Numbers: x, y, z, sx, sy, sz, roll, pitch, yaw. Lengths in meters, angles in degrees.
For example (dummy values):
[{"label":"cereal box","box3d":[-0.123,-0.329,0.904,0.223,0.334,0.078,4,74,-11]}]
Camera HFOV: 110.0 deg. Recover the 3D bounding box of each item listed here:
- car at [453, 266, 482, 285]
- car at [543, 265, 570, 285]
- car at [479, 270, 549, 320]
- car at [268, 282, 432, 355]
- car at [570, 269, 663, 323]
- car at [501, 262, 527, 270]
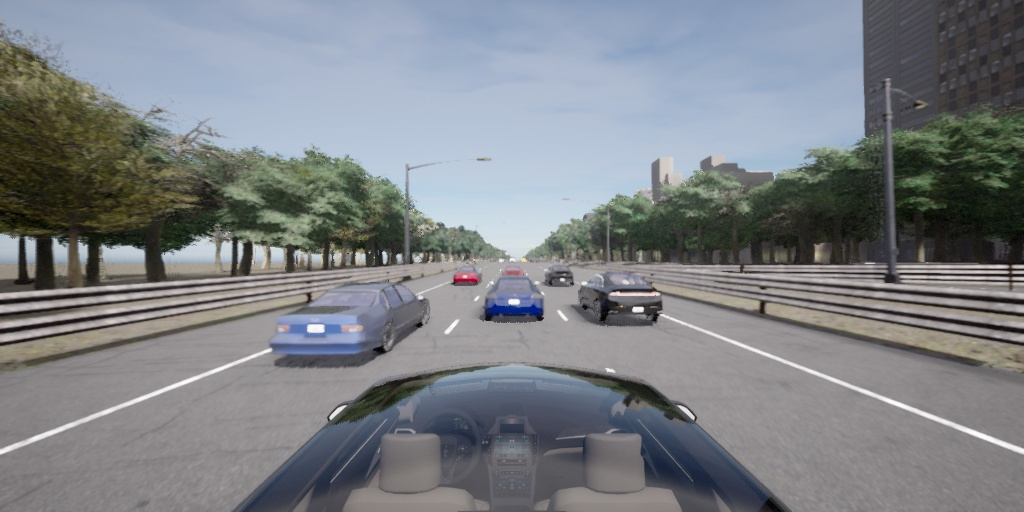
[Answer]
[{"label":"car","box3d":[-3.411,1.467,28.169,1.994,1.385,4.181,0,0,0]},{"label":"car","box3d":[3.586,1.409,27.688,1.837,1.490,4.892,0,0,0]},{"label":"car","box3d":[0.079,1.392,13.042,1.994,1.385,4.181,0,0,0]},{"label":"car","box3d":[-3.453,1.347,8.855,2.033,1.411,5.357,0,0,1]},{"label":"car","box3d":[3.576,1.316,12.546,2.128,1.511,4.902,0,0,0]},{"label":"car","box3d":[0.090,1.430,28.614,1.812,1.442,4.674,0,0,0]}]
